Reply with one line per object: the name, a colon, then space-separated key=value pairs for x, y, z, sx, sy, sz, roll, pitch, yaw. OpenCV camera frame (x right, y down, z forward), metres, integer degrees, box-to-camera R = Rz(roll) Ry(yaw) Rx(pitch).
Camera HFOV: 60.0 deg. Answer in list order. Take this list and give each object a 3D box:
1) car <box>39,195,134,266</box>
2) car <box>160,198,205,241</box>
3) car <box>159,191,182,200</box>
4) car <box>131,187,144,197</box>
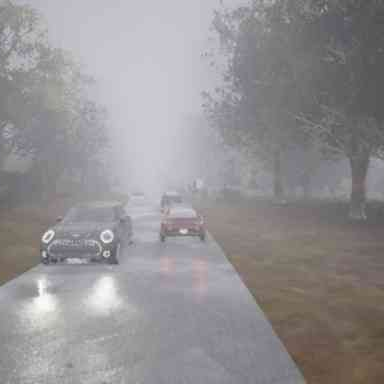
car: x=-3.195 y=1.153 z=10.909 sx=2.097 sy=1.767 sz=4.553 roll=0 pitch=1 yaw=-3
car: x=-0.458 y=1.240 z=14.908 sx=1.812 sy=1.442 sz=4.674 roll=0 pitch=2 yaw=-3
car: x=-2.010 y=0.616 z=31.194 sx=1.882 sy=1.535 sz=5.008 roll=1 pitch=2 yaw=-7
car: x=-8.541 y=-0.011 z=52.308 sx=2.033 sy=1.411 sz=5.357 roll=1 pitch=1 yaw=-12
